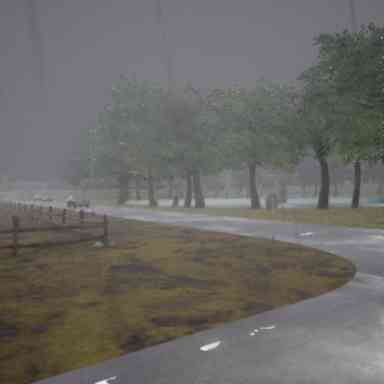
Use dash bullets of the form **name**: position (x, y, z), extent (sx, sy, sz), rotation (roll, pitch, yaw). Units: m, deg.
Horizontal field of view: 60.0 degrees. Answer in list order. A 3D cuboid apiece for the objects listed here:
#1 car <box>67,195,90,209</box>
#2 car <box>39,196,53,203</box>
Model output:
- **car**: position (-17.416, 1.463, 50.870), extent (2.150, 2.045, 5.566), rotation (-3, 1, -35)
- **car**: position (-35.091, 1.819, 80.779), extent (1.837, 1.490, 4.892), rotation (-3, 1, -35)
